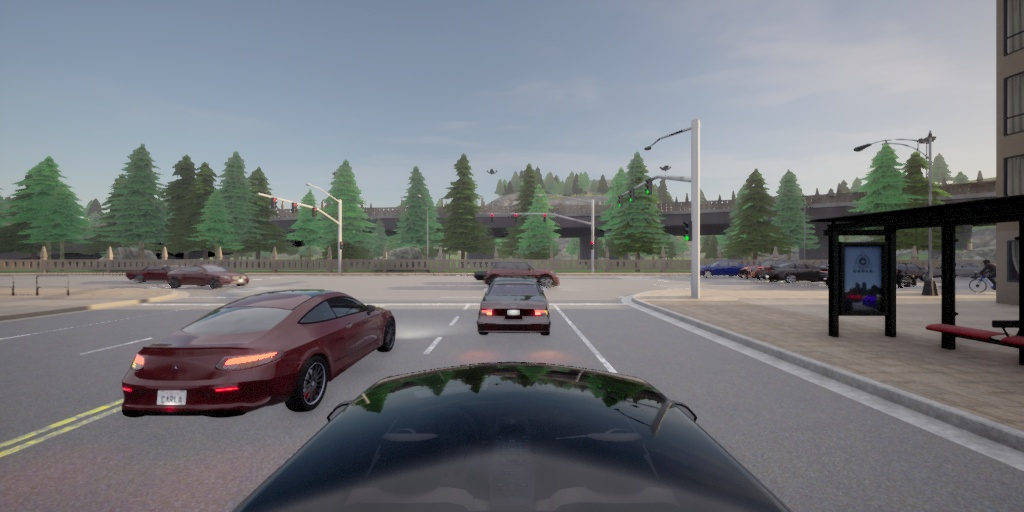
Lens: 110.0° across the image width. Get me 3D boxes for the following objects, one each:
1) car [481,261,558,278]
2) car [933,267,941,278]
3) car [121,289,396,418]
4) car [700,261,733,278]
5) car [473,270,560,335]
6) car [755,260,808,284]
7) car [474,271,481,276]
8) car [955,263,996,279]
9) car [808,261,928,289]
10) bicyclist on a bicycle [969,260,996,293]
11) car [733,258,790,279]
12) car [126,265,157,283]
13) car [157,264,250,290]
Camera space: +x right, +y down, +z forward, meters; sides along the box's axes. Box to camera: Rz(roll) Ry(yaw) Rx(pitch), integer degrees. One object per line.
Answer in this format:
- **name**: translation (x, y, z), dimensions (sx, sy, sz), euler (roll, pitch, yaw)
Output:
- **car**: translation (0.617, 1.080, 22.075), dimensions (4.553, 1.767, 2.097), euler (0, 0, 1)
- **car**: translation (30.557, 1.239, 28.511), dimensions (5.357, 1.411, 2.033), euler (0, 0, 6)
- **car**: translation (-3.447, 1.275, 5.949), dimensions (1.812, 1.442, 4.674), euler (0, 0, 0)
- **car**: translation (18.908, 1.169, 32.505), dimensions (5.008, 1.535, 1.882), euler (0, 0, 1)
- **car**: translation (0.088, 1.297, 10.443), dimensions (2.033, 1.411, 5.357), euler (0, 0, 1)
- **car**: translation (20.473, 1.197, 25.347), dimensions (4.892, 1.490, 1.837), euler (0, 0, 1)
- **car**: translation (-0.303, 1.317, 25.585), dimensions (4.718, 1.301, 1.895), euler (0, 0, 1)
- **car**: translation (38.077, 1.255, 30.440), dimensions (4.181, 1.385, 1.994), euler (0, 0, 17)
- **car**: translation (21.553, 1.184, 21.833), dimensions (4.902, 1.511, 2.128), euler (0, 0, 1)
- **bicyclist on a bicycle**: translation (22.756, 0.994, 17.037), dimensions (0.582, 1.620, 1.656), euler (0, 0, 1)
- **car**: translation (20.954, 1.044, 28.951), dimensions (4.553, 1.767, 2.097), euler (0, 0, 2)
- **car**: translation (-24.616, 1.293, 25.867), dimensions (4.718, 1.301, 1.895), euler (0, 0, 1)
- **car**: translation (-18.468, 1.218, 21.783), dimensions (4.674, 1.442, 1.812), euler (0, 0, 10)
